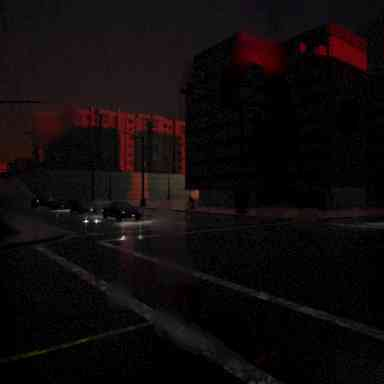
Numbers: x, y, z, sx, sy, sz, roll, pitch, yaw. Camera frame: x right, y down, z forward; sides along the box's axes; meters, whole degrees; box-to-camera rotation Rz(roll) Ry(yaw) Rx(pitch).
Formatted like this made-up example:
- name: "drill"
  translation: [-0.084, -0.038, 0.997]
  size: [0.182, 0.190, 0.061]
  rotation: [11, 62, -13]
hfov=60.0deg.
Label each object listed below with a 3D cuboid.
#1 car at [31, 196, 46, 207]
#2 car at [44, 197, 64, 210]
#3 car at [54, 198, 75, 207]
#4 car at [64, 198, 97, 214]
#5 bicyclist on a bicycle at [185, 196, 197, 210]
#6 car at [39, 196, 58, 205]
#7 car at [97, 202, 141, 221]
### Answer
- name: "car"
  translation: [-23.054, 1.348, 50.823]
  size: [2.097, 1.767, 4.553]
  rotation: [0, 0, -36]
- name: "car"
  translation: [-17.210, 1.560, 42.786]
  size: [1.994, 1.385, 4.181]
  rotation: [0, 0, -36]
- name: "car"
  translation: [-20.556, 1.595, 53.591]
  size: [1.895, 1.301, 4.718]
  rotation: [0, 0, -36]
- name: "car"
  translation: [-11.383, 1.487, 34.827]
  size: [2.128, 1.511, 4.902]
  rotation: [0, 0, -36]
- name: "bicyclist on a bicycle"
  translation: [-0.134, 1.295, 38.059]
  size: [1.656, 1.620, 0.582]
  rotation: [0, 0, -36]
- name: "car"
  translation: [-26.695, 1.542, 61.847]
  size: [2.033, 1.411, 5.357]
  rotation: [0, 0, -36]
- name: "car"
  translation: [-5.876, 1.521, 27.315]
  size: [1.812, 1.442, 4.674]
  rotation: [0, 0, -36]
